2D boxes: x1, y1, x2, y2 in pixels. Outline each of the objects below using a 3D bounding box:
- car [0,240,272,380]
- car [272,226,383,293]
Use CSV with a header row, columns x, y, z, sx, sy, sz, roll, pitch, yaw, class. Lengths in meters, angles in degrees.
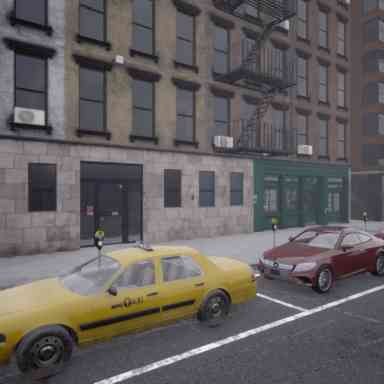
x,y,z,sx,sy,sz,roll,pitch,yaw,class
-1.036,1.525,5.455,4.829,1.417,1.752,0,0,-36,car
3.588,1.583,8.768,4.206,1.307,1.802,0,0,-36,car
